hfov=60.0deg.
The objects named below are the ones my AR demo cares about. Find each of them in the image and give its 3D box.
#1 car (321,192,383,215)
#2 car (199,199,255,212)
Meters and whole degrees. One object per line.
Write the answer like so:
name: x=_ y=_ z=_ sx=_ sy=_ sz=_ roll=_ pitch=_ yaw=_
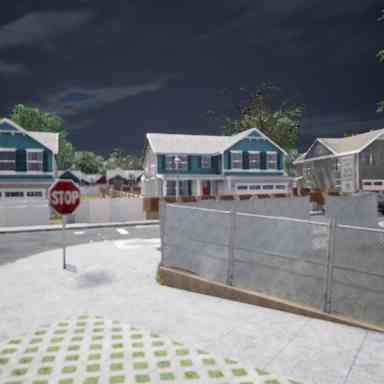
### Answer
car: x=10.484 y=0.776 z=20.990 sx=4.892 sy=1.490 sz=1.837 roll=-2 pitch=0 yaw=-17
car: x=1.149 y=1.074 z=18.004 sx=5.357 sy=1.411 sz=2.033 roll=-2 pitch=0 yaw=-18
